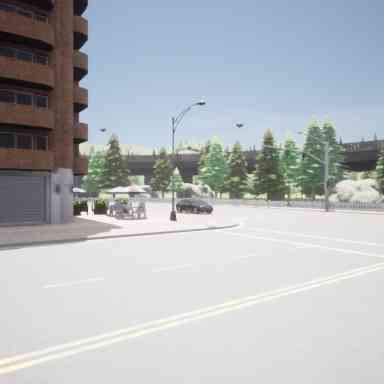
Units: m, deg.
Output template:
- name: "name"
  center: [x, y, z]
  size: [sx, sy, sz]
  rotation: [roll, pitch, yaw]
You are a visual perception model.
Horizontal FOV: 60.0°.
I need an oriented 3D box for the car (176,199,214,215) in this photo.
- name: "car"
  center: [0.215, 1.449, 33.960]
  size: [1.837, 1.490, 4.892]
  rotation: [0, 0, -36]
